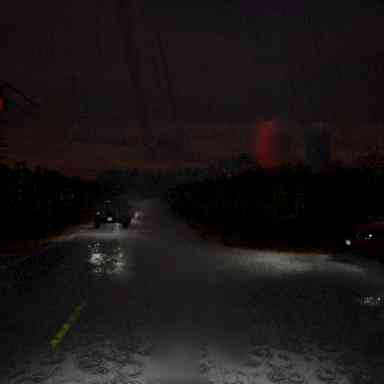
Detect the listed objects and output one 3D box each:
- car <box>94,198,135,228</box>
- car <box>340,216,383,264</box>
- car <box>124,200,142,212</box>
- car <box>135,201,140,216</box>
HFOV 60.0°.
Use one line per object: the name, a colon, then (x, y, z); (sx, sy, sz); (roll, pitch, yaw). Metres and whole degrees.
car: (-5.641, 1.436, 24.371); (2.150, 2.045, 5.566); (1, -1, -6)
car: (8.311, 1.454, 11.816); (5.566, 2.045, 2.150); (0, -1, 0)
car: (-8.128, 1.924, 45.945); (2.128, 1.511, 4.902); (1, -1, -6)
car: (-6.796, 1.807, 34.380); (2.128, 1.511, 4.902); (1, -1, -7)
